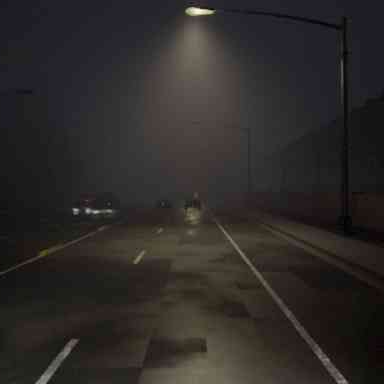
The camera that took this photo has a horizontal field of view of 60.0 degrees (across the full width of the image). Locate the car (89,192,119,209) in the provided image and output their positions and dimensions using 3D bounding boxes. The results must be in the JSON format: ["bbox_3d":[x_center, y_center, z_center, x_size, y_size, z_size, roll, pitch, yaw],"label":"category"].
[{"bbox_3d":[-10.600,0.999,41.357,2.150,2.045,5.566,0,0,0],"label":"car"}]

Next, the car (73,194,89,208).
[{"bbox_3d":[-14.095,1.115,44.188,2.097,1.767,4.553,0,0,0],"label":"car"}]

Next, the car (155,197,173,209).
[{"bbox_3d":[-3.407,1.345,40.809,1.994,1.385,4.181,0,0,0],"label":"car"}]

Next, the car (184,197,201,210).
[{"bbox_3d":[0.093,1.279,39.694,2.128,1.511,4.902,0,0,0],"label":"car"}]
